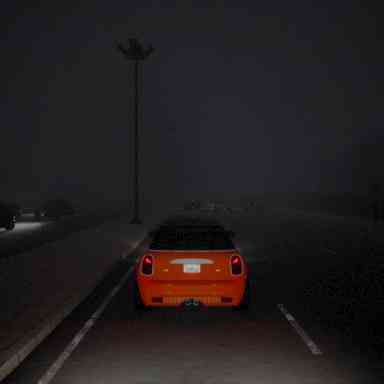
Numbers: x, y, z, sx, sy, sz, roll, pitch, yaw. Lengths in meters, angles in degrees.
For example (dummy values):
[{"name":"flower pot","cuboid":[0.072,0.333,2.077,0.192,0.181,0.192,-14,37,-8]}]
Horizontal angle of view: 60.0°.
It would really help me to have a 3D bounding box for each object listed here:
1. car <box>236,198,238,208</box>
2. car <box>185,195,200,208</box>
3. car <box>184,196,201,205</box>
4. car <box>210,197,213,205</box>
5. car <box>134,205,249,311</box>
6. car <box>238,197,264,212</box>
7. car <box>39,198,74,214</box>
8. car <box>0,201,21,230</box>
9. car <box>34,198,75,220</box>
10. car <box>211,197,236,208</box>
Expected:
[{"name":"car","cuboid":[7.146,1.540,49.200,2.033,1.411,5.357,0,0,0]},{"name":"car","cuboid":[0.146,1.345,49.211,2.097,1.767,4.553,0,0,0]},{"name":"car","cuboid":[0.079,1.486,38.825,2.128,1.511,4.902,0,0,0]},{"name":"car","cuboid":[3.646,1.484,49.220,2.128,1.511,4.902,0,0,0]},{"name":"car","cuboid":[-0.001,1.351,7.919,2.097,1.767,4.553,0,0,0]},{"name":"car","cuboid":[7.081,1.346,39.249,2.097,1.767,4.553,0,0,0]},{"name":"car","cuboid":[-14.988,1.500,36.978,1.837,1.490,4.892,0,0,1]},{"name":"car","cuboid":[-11.584,1.349,17.899,2.097,1.767,4.553,0,0,0]},{"name":"car","cuboid":[-11.567,1.487,28.222,2.128,1.511,4.902,0,0,1]},{"name":"car","cuboid":[3.579,1.595,38.915,1.895,1.301,4.718,0,0,0]}]
